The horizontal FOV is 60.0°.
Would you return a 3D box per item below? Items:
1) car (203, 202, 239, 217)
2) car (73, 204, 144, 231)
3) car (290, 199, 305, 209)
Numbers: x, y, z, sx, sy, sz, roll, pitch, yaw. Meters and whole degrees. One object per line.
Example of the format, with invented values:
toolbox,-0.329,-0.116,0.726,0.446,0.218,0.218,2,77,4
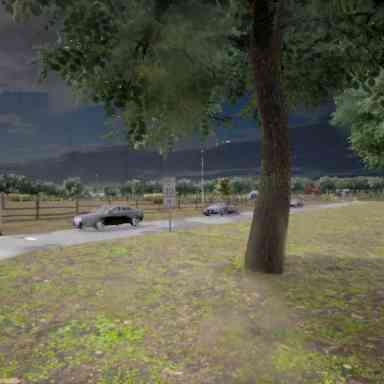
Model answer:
car,2.875,1.674,32.400,1.994,1.385,4.181,-2,-1,36
car,-5.222,1.559,21.232,2.128,1.511,4.902,-2,-1,36
car,15.143,1.728,49.160,2.033,1.411,5.357,-2,-2,36
